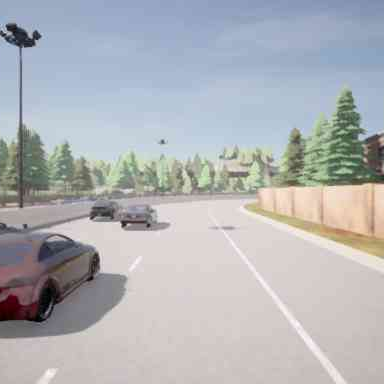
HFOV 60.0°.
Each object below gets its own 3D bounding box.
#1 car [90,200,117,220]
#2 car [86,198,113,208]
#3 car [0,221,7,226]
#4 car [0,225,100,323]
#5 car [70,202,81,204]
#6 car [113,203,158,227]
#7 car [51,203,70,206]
[{"bbox_3d":[-6.910,1.434,27.323,1.837,1.490,4.892,0,0,0],"label":"car"},{"bbox_3d":[-12.936,1.480,46.832,1.895,1.301,4.718,0,0,8],"label":"car"},{"bbox_3d":[-6.919,1.536,10.669,1.994,1.385,4.181,0,0,0],"label":"car"},{"bbox_3d":[-3.433,1.545,7.175,1.994,1.385,4.181,0,0,0],"label":"car"},{"bbox_3d":[-15.949,1.396,49.980,1.812,1.442,4.674,0,0,9],"label":"car"},{"bbox_3d":[-3.437,1.490,22.153,2.033,1.411,5.357,0,0,0],"label":"car"},{"bbox_3d":[-19.465,1.471,50.422,1.895,1.301,4.718,0,0,9],"label":"car"}]
